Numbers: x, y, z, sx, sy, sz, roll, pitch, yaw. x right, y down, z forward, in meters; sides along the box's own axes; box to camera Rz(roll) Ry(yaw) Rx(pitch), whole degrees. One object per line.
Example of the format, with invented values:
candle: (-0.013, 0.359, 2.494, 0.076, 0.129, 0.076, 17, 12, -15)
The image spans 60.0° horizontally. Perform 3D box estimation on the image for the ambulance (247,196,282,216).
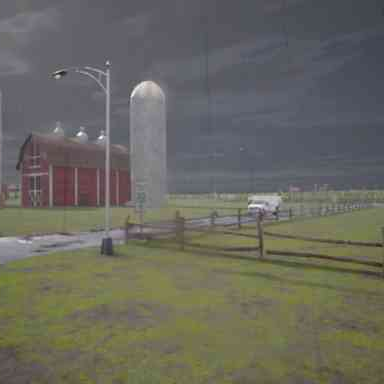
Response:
ambulance: (9.076, 1.702, 41.520, 2.351, 2.431, 6.366, -1, -1, 35)
